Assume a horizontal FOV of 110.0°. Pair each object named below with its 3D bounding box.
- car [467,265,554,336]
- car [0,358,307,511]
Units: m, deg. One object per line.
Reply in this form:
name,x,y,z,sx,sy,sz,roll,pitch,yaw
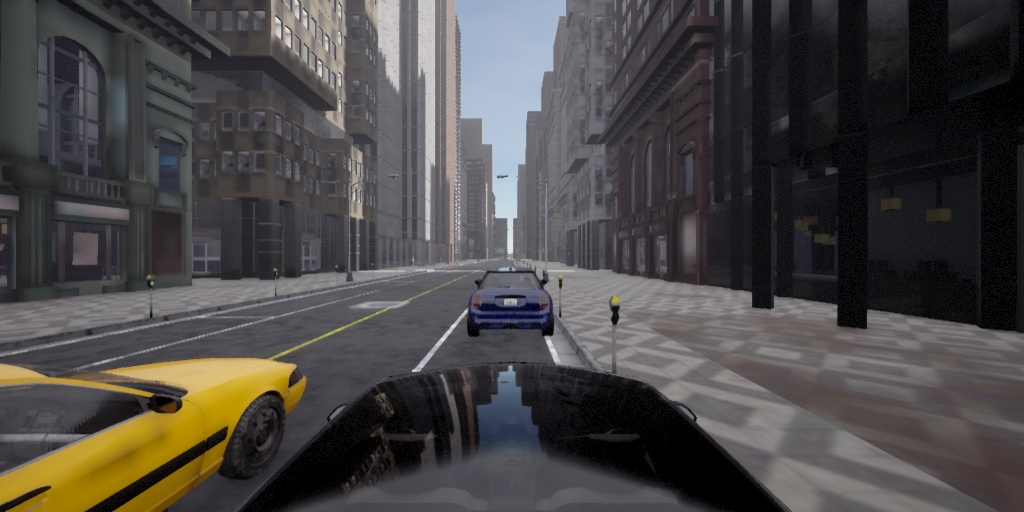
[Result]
car,-0.032,1.094,10.470,2.097,1.767,4.553,0,0,0
car,-3.145,1.200,1.690,1.801,1.575,5.366,0,0,0
